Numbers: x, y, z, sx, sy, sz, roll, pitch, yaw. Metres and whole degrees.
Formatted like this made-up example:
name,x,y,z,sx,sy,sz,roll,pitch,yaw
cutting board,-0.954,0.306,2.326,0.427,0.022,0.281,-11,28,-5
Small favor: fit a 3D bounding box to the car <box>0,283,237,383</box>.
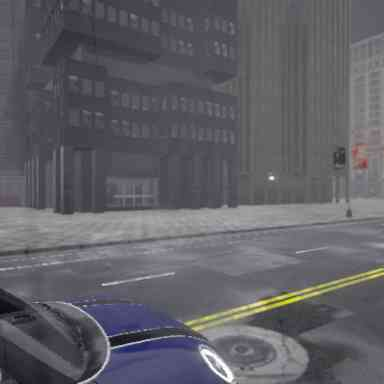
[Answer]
name,x,y,z,sx,sy,sz,roll,pitch,yaw
car,-1.786,1.350,2.155,4.553,1.767,2.097,0,0,-36
